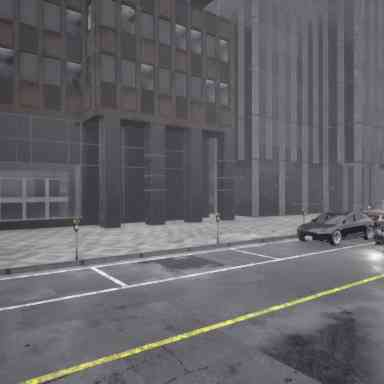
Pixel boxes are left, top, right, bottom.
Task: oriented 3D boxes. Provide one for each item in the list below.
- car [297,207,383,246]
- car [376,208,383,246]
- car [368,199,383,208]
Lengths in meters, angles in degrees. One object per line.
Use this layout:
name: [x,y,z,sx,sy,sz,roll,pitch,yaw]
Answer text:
car: [6.687,1.565,15.285,4.313,1.339,1.947,0,0,-35]
car: [9.575,1.525,14.072,4.674,1.442,1.812,0,0,-36]
car: [11.275,1.314,18.559,5.009,1.841,2.192,0,0,-35]
